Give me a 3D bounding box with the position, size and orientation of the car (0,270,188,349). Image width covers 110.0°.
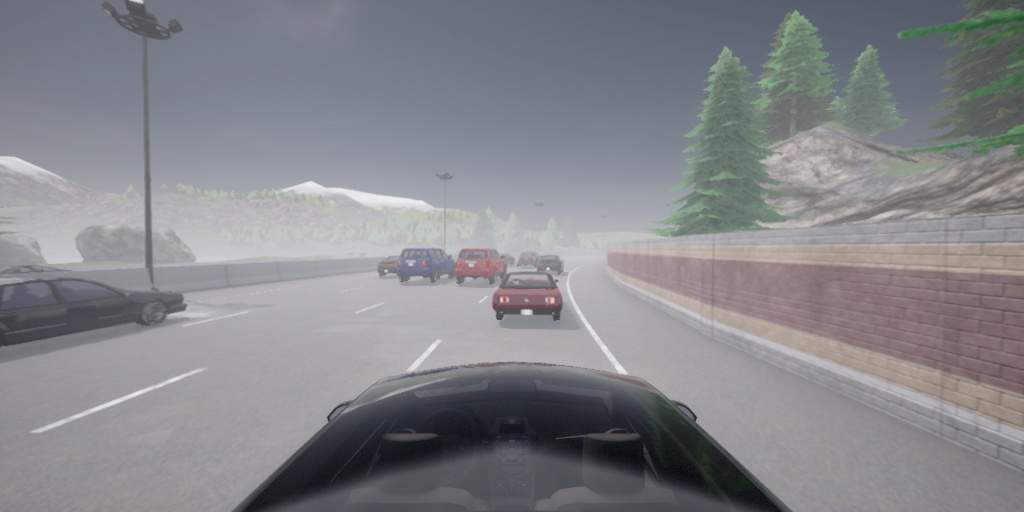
[{"bbox_3d":[-10.211,1.152,7.652,2.033,1.411,5.357,0,1,3],"label":"car"}]

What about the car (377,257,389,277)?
[{"bbox_3d":[-8.040,0.699,26.472,1.837,1.490,4.892,0,1,10],"label":"car"}]

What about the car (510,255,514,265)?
[{"bbox_3d":[-1.001,0.365,40.894,1.882,1.535,5.008,0,1,16],"label":"car"}]

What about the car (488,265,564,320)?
[{"bbox_3d":[0.563,1.134,11.591,1.895,1.301,4.718,0,1,4],"label":"car"}]

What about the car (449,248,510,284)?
[{"bbox_3d":[-1.776,0.528,21.742,2.150,2.045,5.566,0,1,9],"label":"car"}]

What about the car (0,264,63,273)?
[{"bbox_3d":[-20.436,1.040,14.531,1.994,1.385,4.181,0,1,5],"label":"car"}]

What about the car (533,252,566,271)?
[{"bbox_3d":[3.190,0.657,29.155,1.837,1.490,4.892,0,1,12],"label":"car"}]

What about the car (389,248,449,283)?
[{"bbox_3d":[-5.195,0.507,22.488,2.150,2.045,5.566,0,1,9],"label":"car"}]

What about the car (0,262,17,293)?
[{"bbox_3d":[-23.951,1.000,14.483,1.994,1.385,4.181,0,1,5],"label":"car"}]

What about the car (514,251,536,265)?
[{"bbox_3d":[2.064,0.289,38.872,2.097,1.767,4.553,0,1,16],"label":"car"}]
